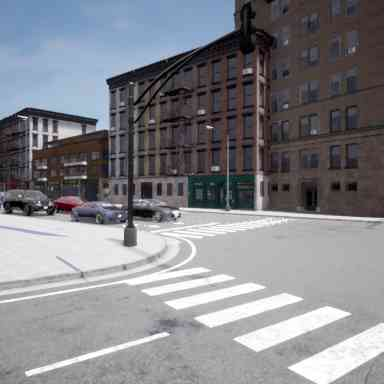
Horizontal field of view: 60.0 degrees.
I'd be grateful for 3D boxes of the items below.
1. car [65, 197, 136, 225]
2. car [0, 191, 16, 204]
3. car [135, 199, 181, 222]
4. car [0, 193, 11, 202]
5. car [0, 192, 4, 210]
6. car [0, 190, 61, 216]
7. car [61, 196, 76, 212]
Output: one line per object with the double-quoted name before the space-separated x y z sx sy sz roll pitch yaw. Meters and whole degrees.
"car" -6.030 1.281 21.719 4.181 1.385 1.994 1 0 37
"car" -27.611 0.786 48.214 4.553 1.767 2.097 1 0 41
"car" -2.948 1.239 23.445 4.902 1.511 2.128 1 0 38
"car" -33.169 0.897 57.589 4.674 1.442 1.812 1 0 43
"car" -21.149 0.876 33.850 4.553 1.767 2.097 1 0 40
"car" -13.540 0.839 27.610 5.566 2.045 2.150 1 0 39
"car" -10.399 1.125 29.266 5.008 1.535 1.882 1 0 39
